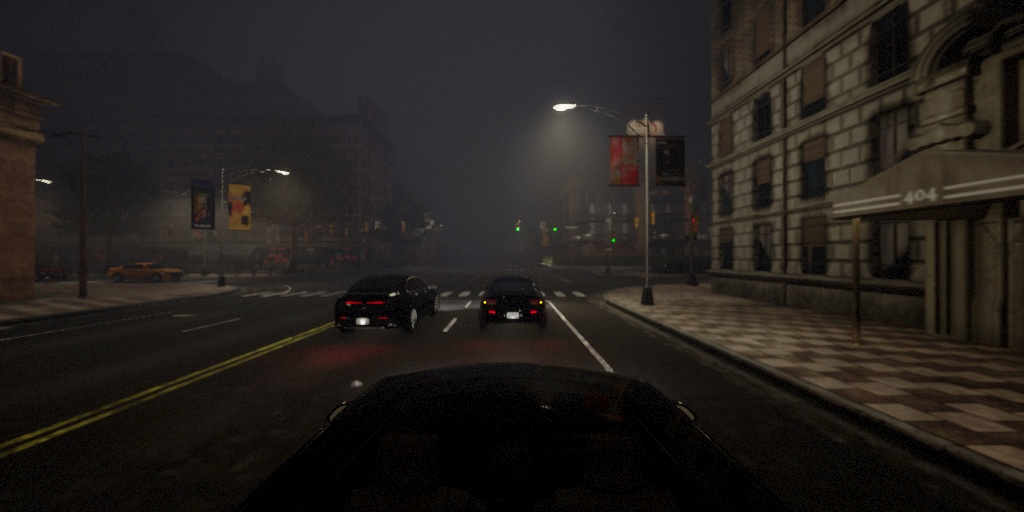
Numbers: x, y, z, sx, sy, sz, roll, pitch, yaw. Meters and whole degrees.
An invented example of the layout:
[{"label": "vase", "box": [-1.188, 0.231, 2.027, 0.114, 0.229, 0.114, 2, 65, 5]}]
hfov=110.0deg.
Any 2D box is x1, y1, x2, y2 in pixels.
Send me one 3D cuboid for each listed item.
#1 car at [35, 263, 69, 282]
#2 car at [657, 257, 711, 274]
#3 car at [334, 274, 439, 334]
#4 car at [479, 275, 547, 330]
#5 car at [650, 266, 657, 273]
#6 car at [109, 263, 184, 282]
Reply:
[{"label": "car", "box": [-39.526, 1.322, 29.399, 5.008, 1.535, 1.882, 0, 0, 0]}, {"label": "car", "box": [20.105, 1.092, 41.146, 5.566, 2.045, 2.150, 0, 0, 1]}, {"label": "car", "box": [-3.479, 1.283, 10.764, 1.837, 1.490, 4.892, 0, 0, 0]}, {"label": "car", "box": [0.021, 1.306, 11.175, 1.812, 1.442, 4.674, 0, 0, 0]}, {"label": "car", "box": [20.123, 1.429, 44.661, 5.357, 1.411, 2.033, 0, 0, 0]}, {"label": "car", "box": [-29.894, 1.321, 29.408, 5.008, 1.535, 1.882, 0, 0, 0]}]
